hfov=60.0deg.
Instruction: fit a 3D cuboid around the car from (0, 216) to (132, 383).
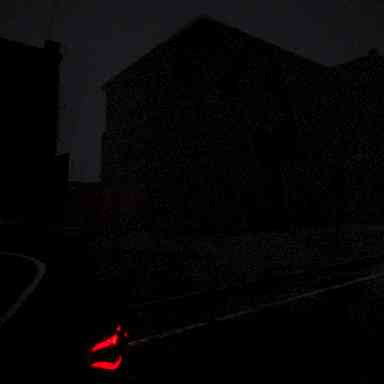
[{"bbox_3d":[-3.027,1.155,1.526,5.566,2.045,2.150,2,-1,-35],"label":"car"}]
